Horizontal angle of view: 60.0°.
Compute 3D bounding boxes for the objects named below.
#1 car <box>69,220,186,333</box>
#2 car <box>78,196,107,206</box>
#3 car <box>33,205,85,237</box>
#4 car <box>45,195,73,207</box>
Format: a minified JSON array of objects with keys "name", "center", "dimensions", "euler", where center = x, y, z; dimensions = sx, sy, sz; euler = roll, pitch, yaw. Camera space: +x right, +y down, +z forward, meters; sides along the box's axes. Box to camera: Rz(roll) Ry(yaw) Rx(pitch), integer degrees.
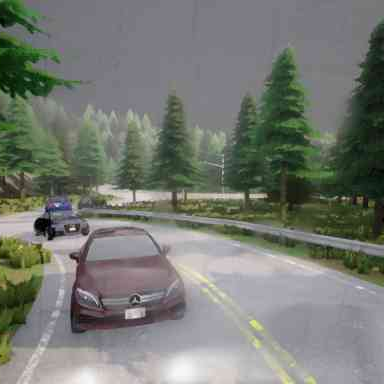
[{"name":"car","center":[-1.522,1.523,7.086],"dimensions":[1.812,1.442,4.674],"euler":[-2,0,-17]},{"name":"car","center":[-12.722,1.289,42.822],"dimensions":[2.097,1.767,4.553],"euler":[2,2,13]},{"name":"car","center":[-7.070,1.663,17.824],"dimensions":[1.994,1.385,4.181],"euler":[-4,2,-38]},{"name":"car","center":[-12.865,1.326,32.232],"dimensions":[2.150,2.045,5.566],"euler":[-1,0,-18]}]
